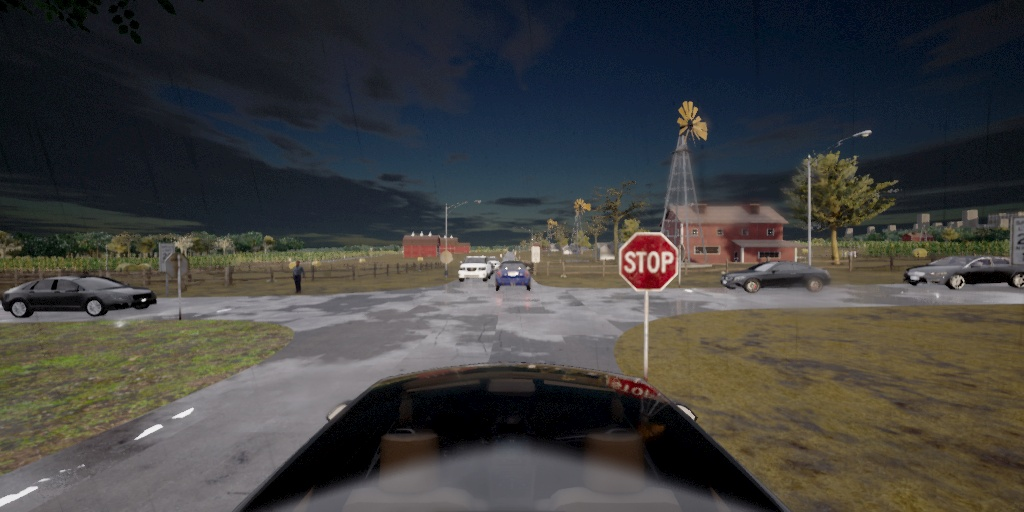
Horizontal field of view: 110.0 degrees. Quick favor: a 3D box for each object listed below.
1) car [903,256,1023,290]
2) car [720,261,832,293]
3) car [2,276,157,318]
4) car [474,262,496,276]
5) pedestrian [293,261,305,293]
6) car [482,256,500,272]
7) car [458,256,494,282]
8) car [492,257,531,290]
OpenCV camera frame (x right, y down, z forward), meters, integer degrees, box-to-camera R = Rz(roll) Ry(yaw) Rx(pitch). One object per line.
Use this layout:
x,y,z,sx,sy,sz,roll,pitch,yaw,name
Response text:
21.864,0.752,17.277,4.902,1.511,2.128,-1,1,0,car
12.665,0.969,17.351,4.674,1.442,1.812,-1,1,2,car
-17.282,1.579,14.463,4.892,1.490,1.837,-1,1,0,car
-2.916,1.364,39.988,2.033,1.411,5.357,0,0,0,car
-12.190,1.187,20.415,0.375,1.860,0.375,0,2,0,pedestrian
-2.930,1.111,50.473,2.150,2.045,5.566,0,-1,0,car
-2.953,0.994,29.606,2.150,2.045,5.566,0,0,2,car
0.059,1.109,22.903,2.097,1.767,4.553,0,0,0,car
